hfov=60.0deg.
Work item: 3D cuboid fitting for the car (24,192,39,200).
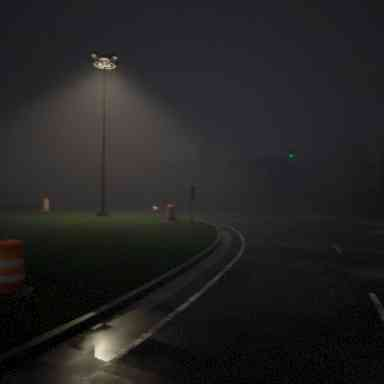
[{"bbox_3d":[-28.376,0.664,57.015,4.718,1.301,1.895,1,1,32],"label":"car"}]

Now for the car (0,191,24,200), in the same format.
[{"bbox_3d":[-30.236,0.604,54.051,5.357,1.411,2.033,1,1,32],"label":"car"}]

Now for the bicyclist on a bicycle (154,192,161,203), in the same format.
[{"bbox_3d":[-4.917,0.827,47.505,0.582,1.620,1.656,1,1,31],"label":"bicyclist on a bicycle"}]
